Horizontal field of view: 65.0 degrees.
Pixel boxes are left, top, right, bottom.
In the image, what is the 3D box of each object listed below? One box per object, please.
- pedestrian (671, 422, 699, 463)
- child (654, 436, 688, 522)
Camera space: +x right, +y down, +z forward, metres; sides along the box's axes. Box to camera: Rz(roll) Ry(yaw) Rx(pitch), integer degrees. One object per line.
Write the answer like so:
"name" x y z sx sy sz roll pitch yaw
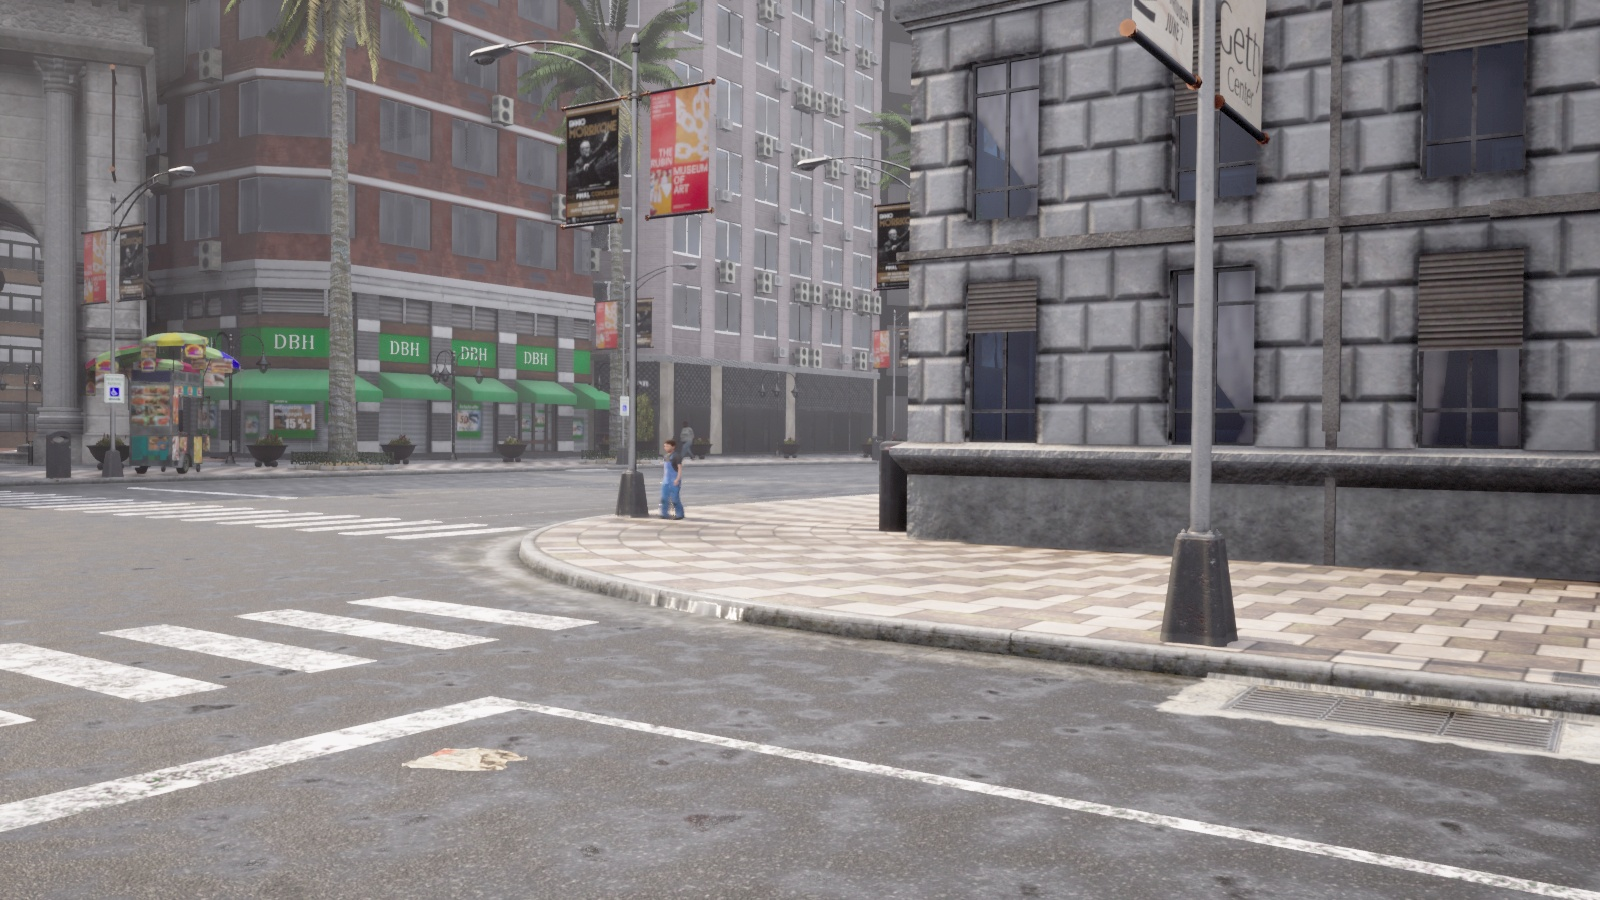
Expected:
"pedestrian" -5.202 -0.342 56.958 0.874 1.855 0.900 0 1 45
"child" -1.935 0.429 18.826 0.270 1.263 0.437 0 1 39
